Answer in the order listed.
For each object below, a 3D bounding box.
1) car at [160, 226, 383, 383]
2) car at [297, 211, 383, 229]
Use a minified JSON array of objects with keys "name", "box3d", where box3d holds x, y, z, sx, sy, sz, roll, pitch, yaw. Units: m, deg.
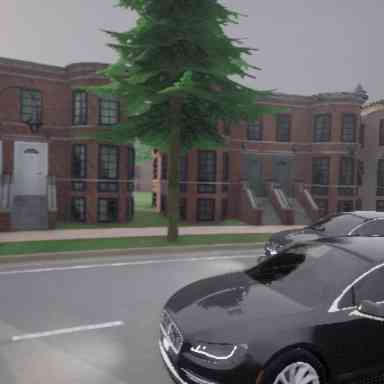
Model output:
[{"name":"car","box3d":[2.038,1.383,4.284,4.892,1.490,1.837,1,2,-19]},{"name":"car","box3d":[4.309,1.281,8.640,4.892,1.490,1.837,1,2,-15]}]
